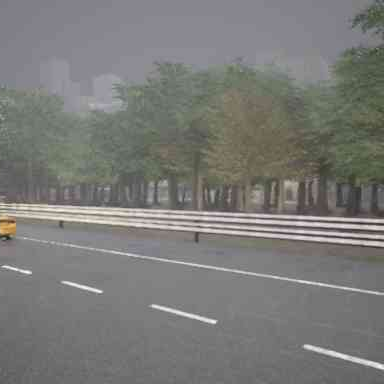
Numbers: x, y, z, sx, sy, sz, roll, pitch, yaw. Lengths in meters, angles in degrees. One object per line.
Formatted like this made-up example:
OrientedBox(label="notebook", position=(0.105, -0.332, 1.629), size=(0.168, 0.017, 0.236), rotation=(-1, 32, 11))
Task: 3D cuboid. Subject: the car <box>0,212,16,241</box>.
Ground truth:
OrientedBox(label="car", position=(-10.108, 1.479, 15.398), size=(5.008, 1.535, 1.882), rotation=(0, 0, 36))
